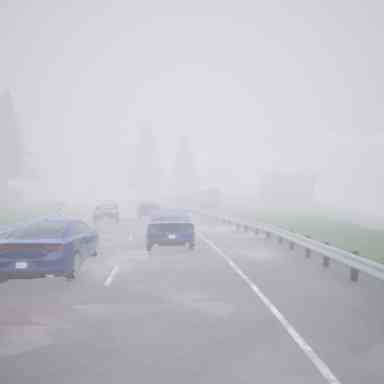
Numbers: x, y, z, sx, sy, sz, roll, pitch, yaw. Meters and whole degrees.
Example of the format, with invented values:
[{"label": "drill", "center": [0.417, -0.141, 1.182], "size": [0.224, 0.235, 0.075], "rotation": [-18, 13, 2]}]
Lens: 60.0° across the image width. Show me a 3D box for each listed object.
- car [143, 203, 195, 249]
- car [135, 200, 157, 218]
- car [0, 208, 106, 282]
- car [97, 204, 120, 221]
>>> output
[{"label": "car", "center": [-1.028, 1.460, 14.505], "size": [1.882, 1.535, 5.008], "rotation": [0, 0, -7]}, {"label": "car", "center": [-4.086, 1.446, 30.247], "size": [1.882, 1.535, 5.008], "rotation": [0, 0, -14]}, {"label": "car", "center": [-4.040, 1.475, 9.902], "size": [1.882, 1.535, 5.008], "rotation": [0, 0, -5]}, {"label": "car", "center": [-6.771, 1.582, 26.618], "size": [1.895, 1.301, 4.718], "rotation": [0, 0, -13]}]
